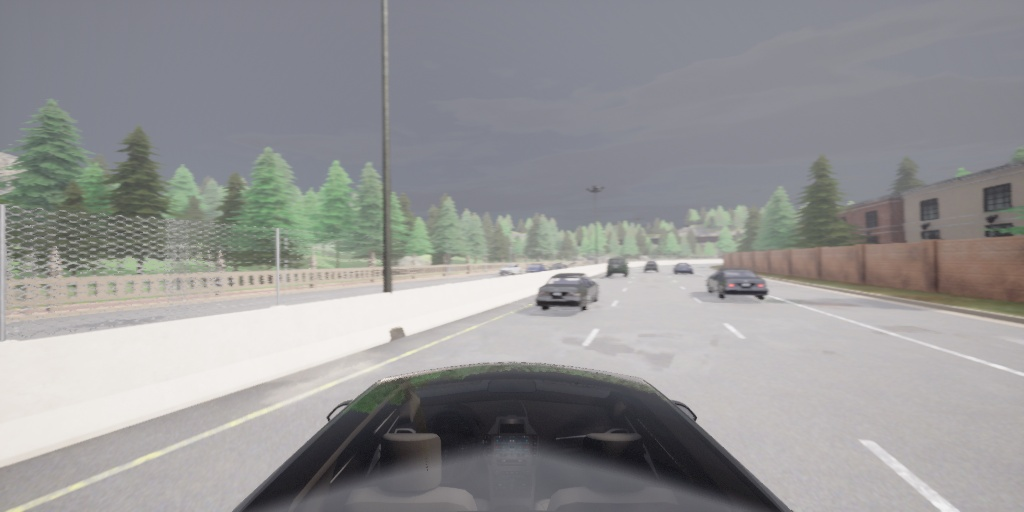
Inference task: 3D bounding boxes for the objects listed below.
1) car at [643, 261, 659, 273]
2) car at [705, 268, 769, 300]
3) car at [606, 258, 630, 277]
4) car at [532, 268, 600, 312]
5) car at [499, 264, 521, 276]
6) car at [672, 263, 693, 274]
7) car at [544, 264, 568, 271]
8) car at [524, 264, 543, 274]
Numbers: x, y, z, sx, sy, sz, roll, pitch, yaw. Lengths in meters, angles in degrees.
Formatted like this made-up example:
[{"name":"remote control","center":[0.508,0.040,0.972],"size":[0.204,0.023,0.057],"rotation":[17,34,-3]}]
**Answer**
[{"name":"car","center":[19.230,1.525,49.650],"size":[1.837,1.490,4.892],"rotation":[-1,-1,21]},{"name":"car","center":[10.984,1.311,17.819],"size":[2.033,1.411,5.357],"rotation":[-1,-1,21]},{"name":"car","center":[11.696,1.245,39.586],"size":[2.150,2.045,5.566],"rotation":[-1,-1,21]},{"name":"car","center":[2.500,1.422,15.137],"size":[2.033,1.411,5.357],"rotation":[-1,-1,21]},{"name":"car","center":[-0.180,1.855,48.163],"size":[1.812,1.442,4.674],"rotation":[-1,-1,21]},{"name":"car","center":[20.539,1.481,43.191],"size":[1.994,1.385,4.181],"rotation":[-1,-1,21]},{"name":"car","center":[5.596,1.684,43.683],"size":[1.837,1.490,4.892],"rotation":[-1,-1,21]},{"name":"car","center":[3.103,1.785,46.952],"size":[1.812,1.442,4.674],"rotation":[-1,-1,21]}]
